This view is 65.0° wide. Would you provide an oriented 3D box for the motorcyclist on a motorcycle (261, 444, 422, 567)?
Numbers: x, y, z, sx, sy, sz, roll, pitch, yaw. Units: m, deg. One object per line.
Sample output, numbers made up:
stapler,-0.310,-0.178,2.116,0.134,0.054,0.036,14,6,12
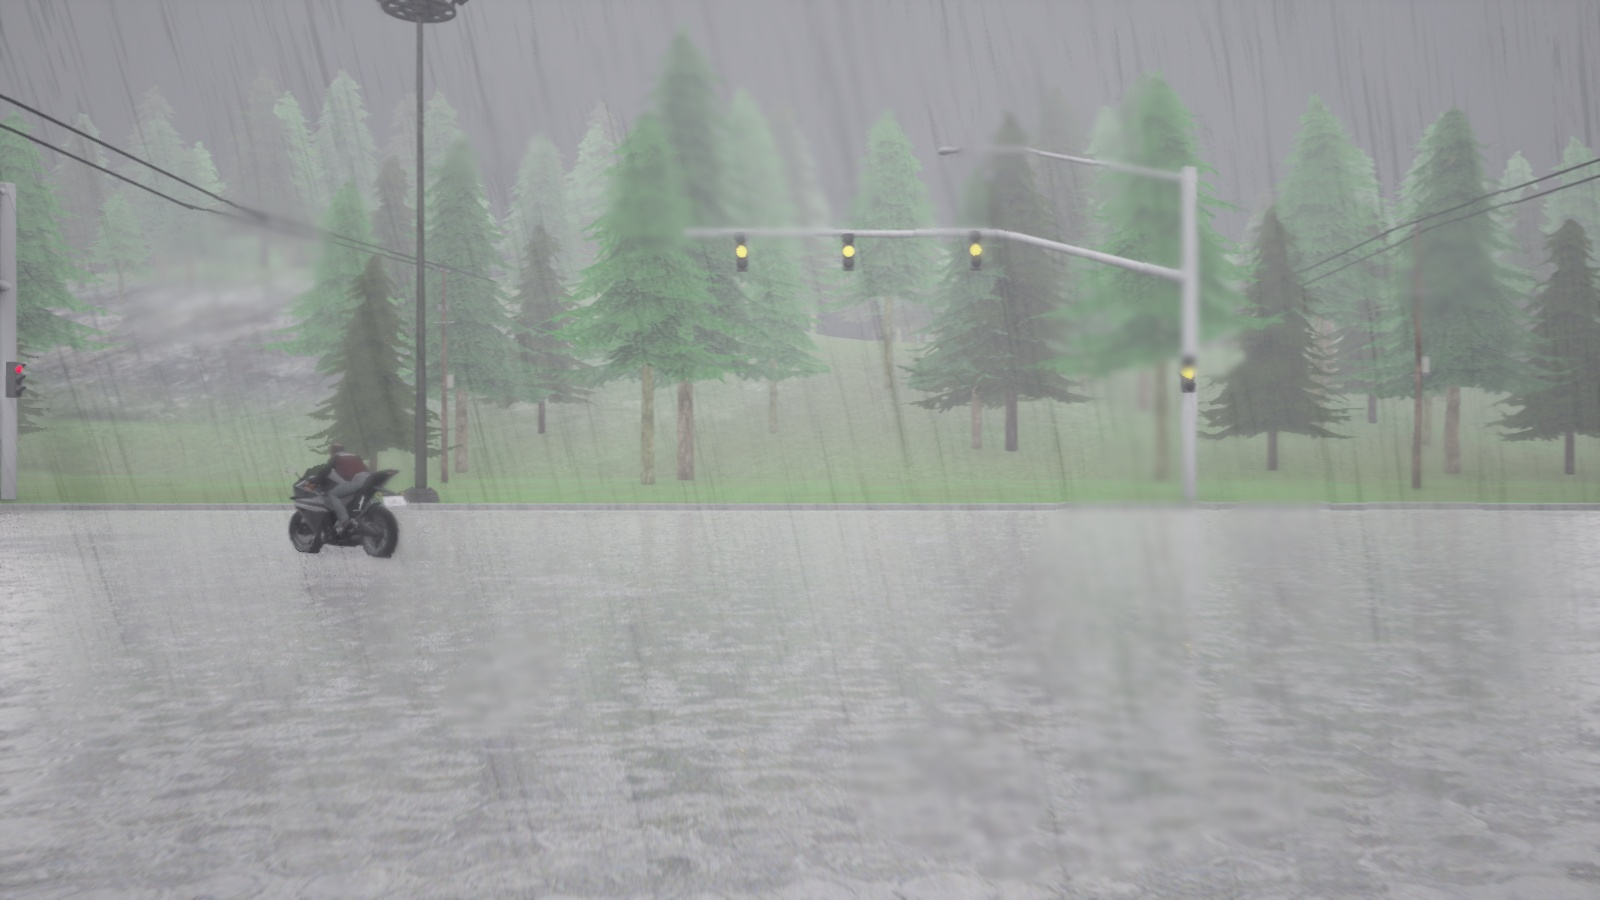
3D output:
motorcyclist on a motorcycle,-6.123,0.690,16.723,2.191,1.530,0.866,0,1,33
